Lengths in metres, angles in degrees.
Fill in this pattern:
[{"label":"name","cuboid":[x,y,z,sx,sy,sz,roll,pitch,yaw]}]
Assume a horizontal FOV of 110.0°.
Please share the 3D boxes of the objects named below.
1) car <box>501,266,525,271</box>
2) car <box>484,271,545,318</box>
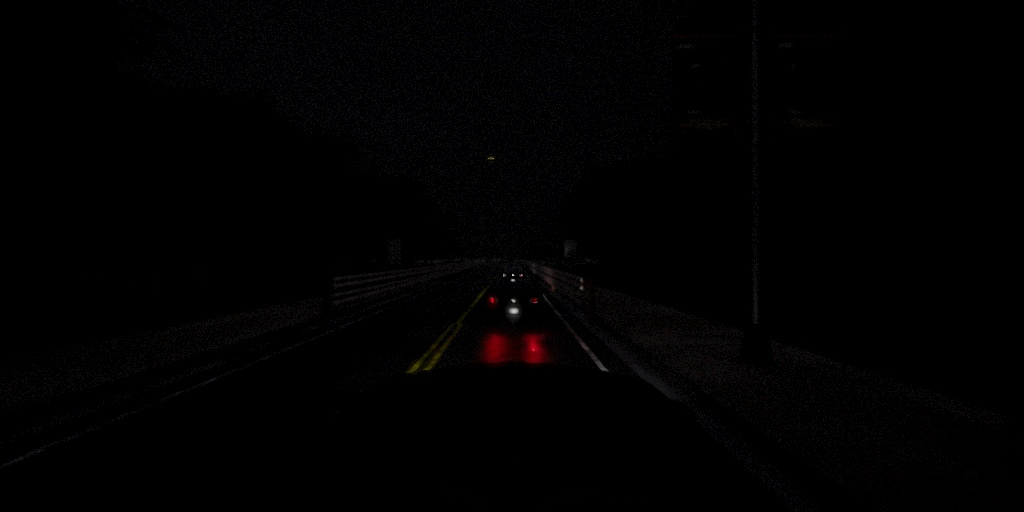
[{"label":"car","cuboid":[0.070,1.445,28.228,1.895,1.301,4.718,0,0,0]},{"label":"car","cuboid":[0.075,1.391,13.097,1.895,1.301,4.718,0,0,0]}]
